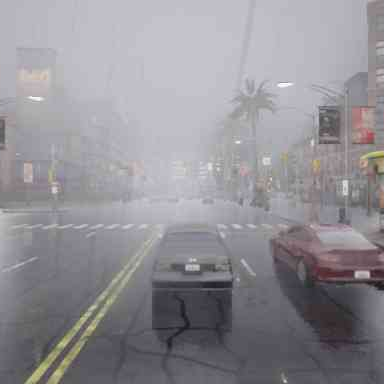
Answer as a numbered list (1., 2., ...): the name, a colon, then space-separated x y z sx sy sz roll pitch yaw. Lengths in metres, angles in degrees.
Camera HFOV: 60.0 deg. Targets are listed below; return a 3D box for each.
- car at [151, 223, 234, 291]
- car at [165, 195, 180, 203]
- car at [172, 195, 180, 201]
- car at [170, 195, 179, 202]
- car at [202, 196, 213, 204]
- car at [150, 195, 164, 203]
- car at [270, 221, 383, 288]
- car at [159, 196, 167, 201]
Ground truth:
1. car: -0.002 1.554 9.140 2.033 1.411 5.357 0 0 0
2. car: -4.154 1.529 71.706 1.882 1.535 5.008 0 0 -1
3. car: -4.334 1.565 90.950 1.837 1.490 4.892 0 0 -1
4. car: -4.239 1.582 80.901 1.812 1.442 4.674 0 0 -1
5. car: 3.001 1.571 63.958 1.812 1.442 4.674 0 0 0
6. car: -7.649 1.575 71.165 1.812 1.442 4.674 0 0 -1
7. car: 3.496 1.532 9.144 1.812 1.442 4.674 0 0 0
8. car: -7.831 1.660 90.585 1.895 1.301 4.718 0 0 -1
